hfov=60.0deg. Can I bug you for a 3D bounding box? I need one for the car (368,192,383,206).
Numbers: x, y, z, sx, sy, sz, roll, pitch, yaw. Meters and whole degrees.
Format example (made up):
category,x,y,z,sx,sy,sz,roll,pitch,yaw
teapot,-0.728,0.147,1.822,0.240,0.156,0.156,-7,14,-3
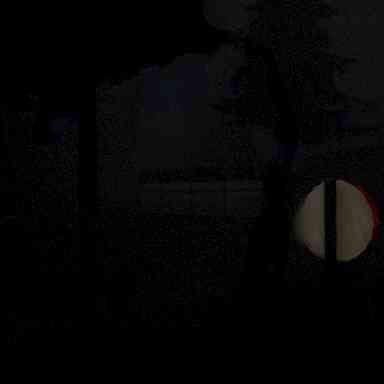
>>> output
category,x,y,z,sx,sy,sz,roll,pitch,yaw
car,21.285,0.763,38.527,3.633,1.501,1.845,-1,1,-35
